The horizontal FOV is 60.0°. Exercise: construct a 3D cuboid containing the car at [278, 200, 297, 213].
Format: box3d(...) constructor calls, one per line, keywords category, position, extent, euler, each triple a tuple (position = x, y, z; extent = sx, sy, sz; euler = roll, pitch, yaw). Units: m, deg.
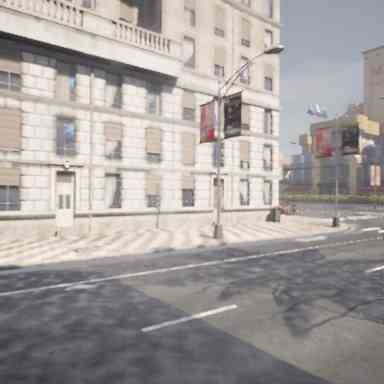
box3d(category="car", position=(9.819, 1.648, 40.169), extent=(2.097, 1.767, 4.553), euler=(1, 0, -36))
